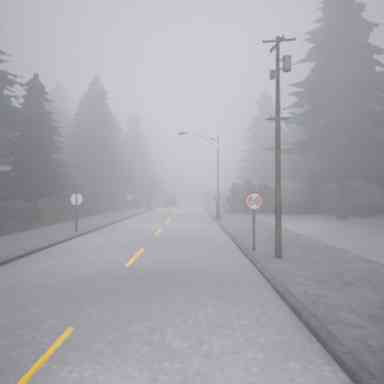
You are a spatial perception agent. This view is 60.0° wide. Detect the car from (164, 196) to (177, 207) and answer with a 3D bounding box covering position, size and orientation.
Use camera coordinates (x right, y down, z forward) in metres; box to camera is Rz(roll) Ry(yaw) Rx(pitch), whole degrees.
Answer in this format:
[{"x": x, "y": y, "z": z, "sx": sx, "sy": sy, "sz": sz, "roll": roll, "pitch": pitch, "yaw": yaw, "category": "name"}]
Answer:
[{"x": -4.001, "y": 1.783, "z": 62.527, "sx": 2.150, "sy": 2.045, "sz": 5.566, "roll": 0, "pitch": 0, "yaw": 0, "category": "car"}]
